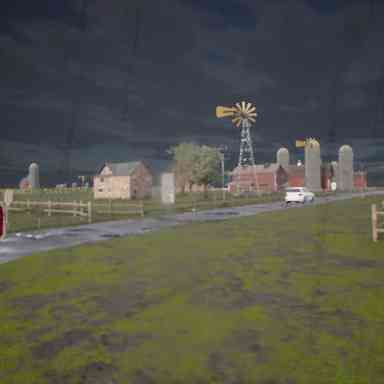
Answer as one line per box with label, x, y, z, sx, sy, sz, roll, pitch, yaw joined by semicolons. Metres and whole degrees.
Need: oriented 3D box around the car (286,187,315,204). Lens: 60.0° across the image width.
car;13.575;0.462;41.665;2.150;2.045;5.566;-1;0;36
